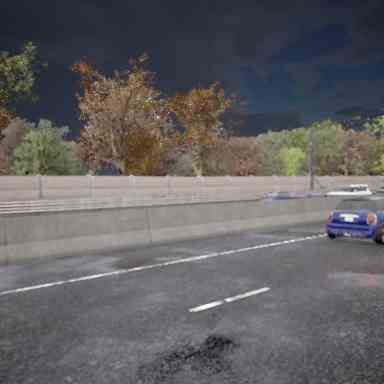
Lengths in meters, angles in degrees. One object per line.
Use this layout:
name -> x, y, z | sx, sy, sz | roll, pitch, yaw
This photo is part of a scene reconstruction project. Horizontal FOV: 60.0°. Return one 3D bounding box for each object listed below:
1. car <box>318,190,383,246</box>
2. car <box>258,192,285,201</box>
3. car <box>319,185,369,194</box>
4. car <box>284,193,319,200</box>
car -> 7.494, 0.960, 13.454 | 4.553, 1.767, 2.097 | -2, 1, -36
car -> 9.331, 0.718, 36.569 | 4.674, 1.442, 1.812 | -2, 1, -36
car -> 15.093, 0.350, 32.088 | 5.566, 2.045, 2.150 | -2, 1, -36
car -> 12.067, 0.767, 34.227 | 4.718, 1.301, 1.895 | -2, 1, -36
